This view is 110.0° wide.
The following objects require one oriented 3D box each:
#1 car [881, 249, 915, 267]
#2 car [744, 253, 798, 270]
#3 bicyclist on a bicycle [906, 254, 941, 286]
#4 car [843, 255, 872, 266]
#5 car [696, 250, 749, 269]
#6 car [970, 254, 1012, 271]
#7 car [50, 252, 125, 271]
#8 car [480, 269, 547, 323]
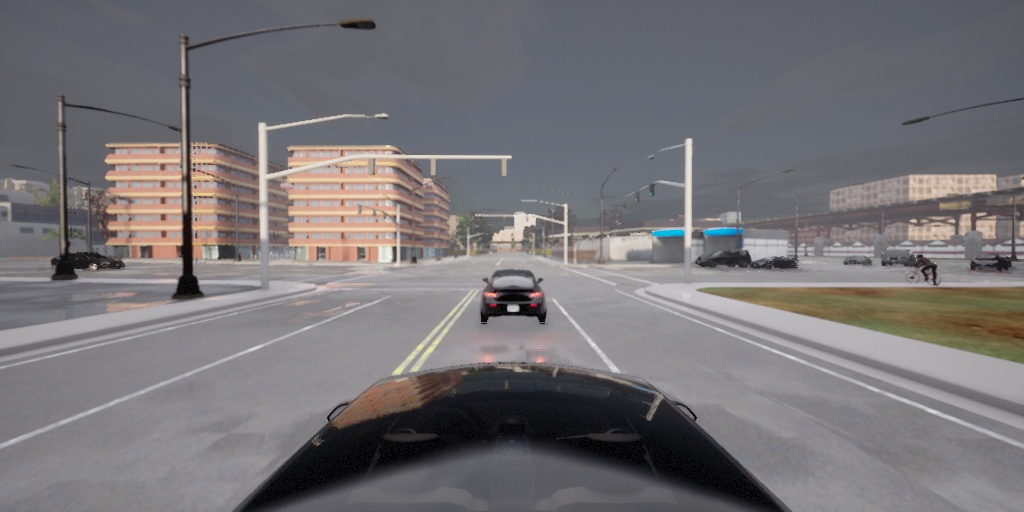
[{"bbox_3d":[46.291,0.220,42.925,5.566,2.045,2.150,-1,1,-34],"label":"car"},{"bbox_3d":[26.184,0.709,35.929,4.181,1.385,1.994,0,1,-6],"label":"car"},{"bbox_3d":[21.841,0.737,19.049,0.582,1.620,1.656,0,1,0],"label":"bicyclist on a bicycle"},{"bbox_3d":[43.978,0.530,45.625,4.181,1.385,1.994,-1,1,-33],"label":"car"},{"bbox_3d":[23.123,0.314,39.132,5.566,2.045,2.150,0,1,-2],"label":"car"},{"bbox_3d":[46.744,0.632,35.120,4.902,1.511,2.128,0,1,-29],"label":"car"},{"bbox_3d":[-35.219,0.453,29.834,4.892,1.490,1.837,1,1,1],"label":"car"},{"bbox_3d":[0.034,1.113,11.263,1.812,1.442,4.674,0,1,0],"label":"car"}]
